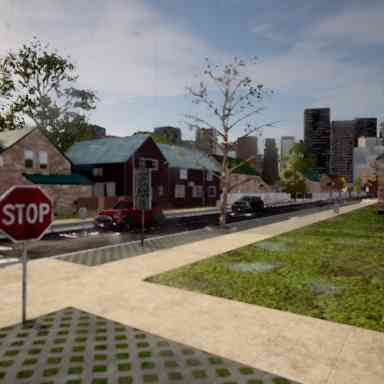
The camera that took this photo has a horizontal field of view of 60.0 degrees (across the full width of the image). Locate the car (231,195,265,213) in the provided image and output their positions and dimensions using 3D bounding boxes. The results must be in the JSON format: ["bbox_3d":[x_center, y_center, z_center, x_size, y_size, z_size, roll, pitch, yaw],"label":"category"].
[{"bbox_3d":[5.852,1.163,34.589,2.097,1.767,4.553,1,1,34],"label":"car"}]

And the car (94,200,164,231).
[{"bbox_3d":[-3.737,1.253,20.277,2.097,1.767,4.553,1,1,34],"label":"car"}]
